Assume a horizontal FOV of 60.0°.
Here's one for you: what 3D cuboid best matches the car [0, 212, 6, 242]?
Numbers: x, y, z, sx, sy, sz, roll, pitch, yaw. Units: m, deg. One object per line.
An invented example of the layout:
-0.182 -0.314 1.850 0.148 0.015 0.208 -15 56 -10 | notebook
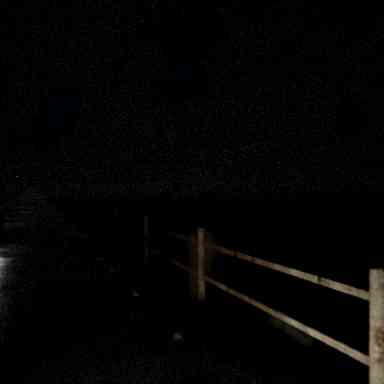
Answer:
-9.714 1.477 15.331 2.033 1.411 5.357 0 0 -26 | car
